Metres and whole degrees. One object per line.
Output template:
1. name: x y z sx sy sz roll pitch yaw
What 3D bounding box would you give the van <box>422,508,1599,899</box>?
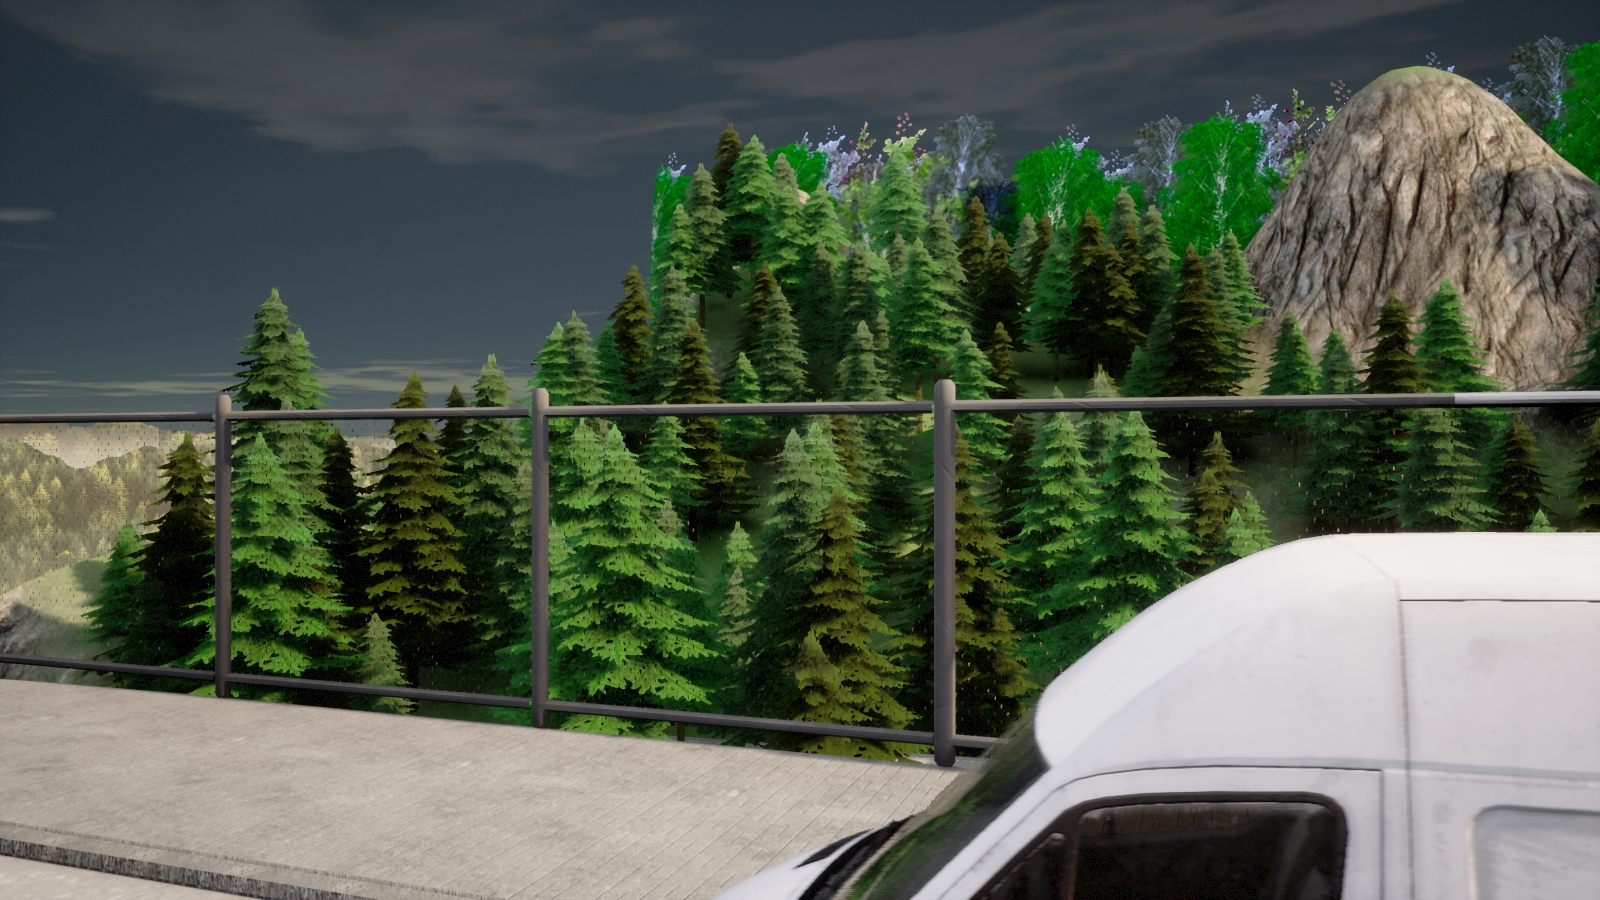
1. van: 2.094 1.534 3.041 5.915 2.561 1.988 0 0 20
